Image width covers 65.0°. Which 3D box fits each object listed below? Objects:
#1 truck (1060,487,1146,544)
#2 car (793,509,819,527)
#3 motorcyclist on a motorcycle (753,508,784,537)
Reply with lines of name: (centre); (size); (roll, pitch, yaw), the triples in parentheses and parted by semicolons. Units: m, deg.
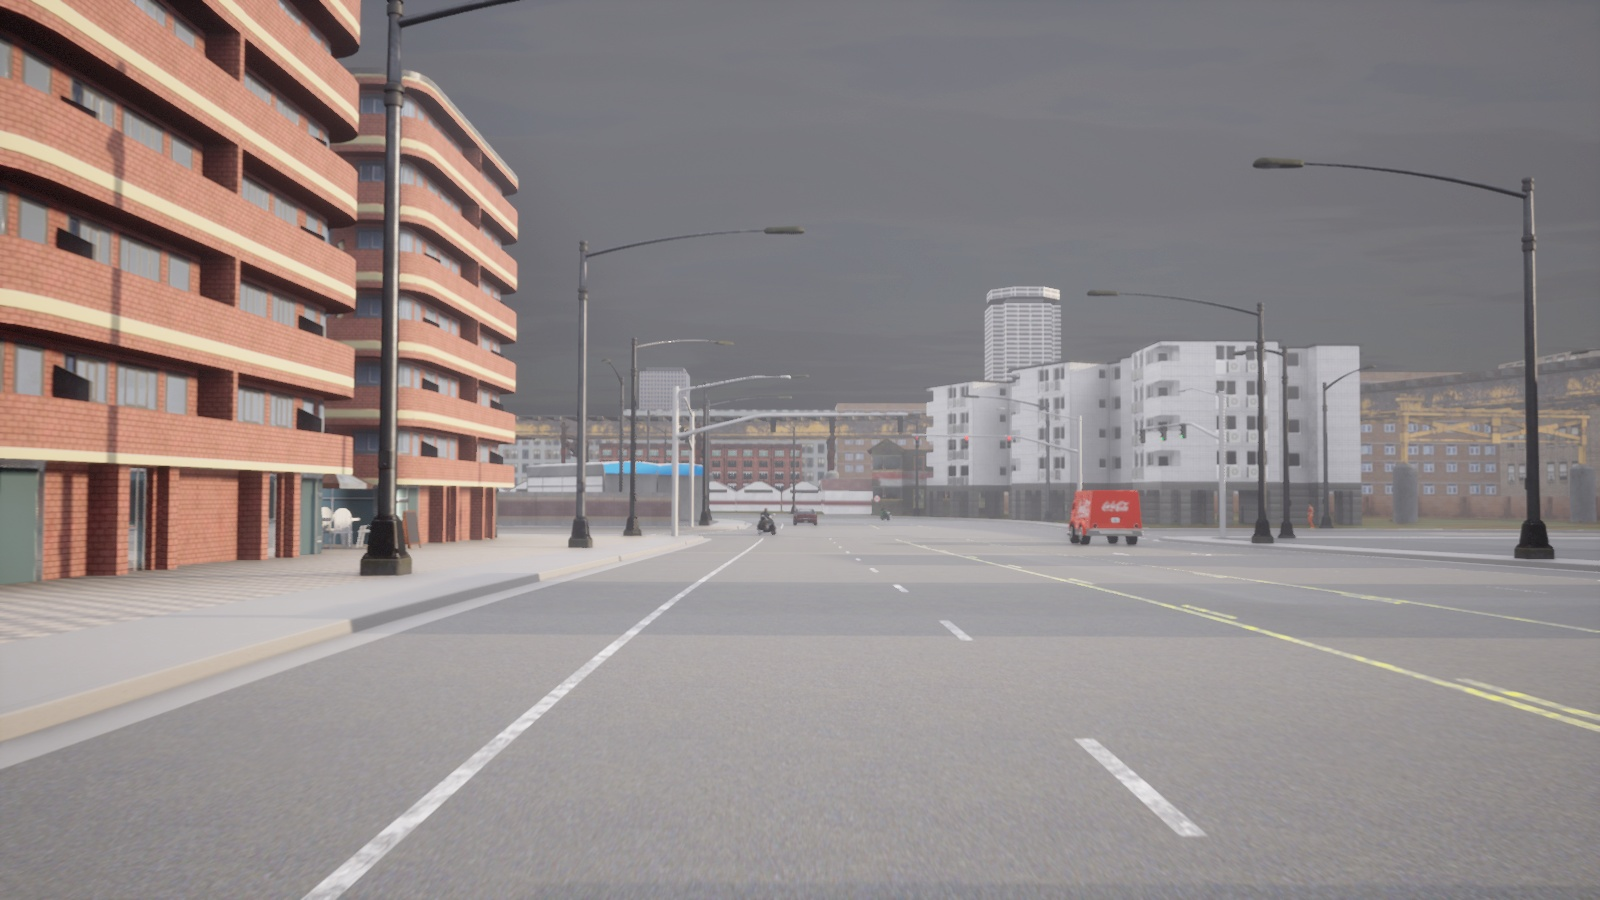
truck: (13.874, 3.007, 57.811); (2.627, 2.467, 5.204); (0, -3, -1)
car: (0.441, 5.272, 98.148); (1.895, 1.301, 4.718); (0, -2, -1)
motorcyclist on a motorcycle: (-1.804, 4.110, 71.446); (0.866, 1.590, 1.817); (-1, -1, -37)
